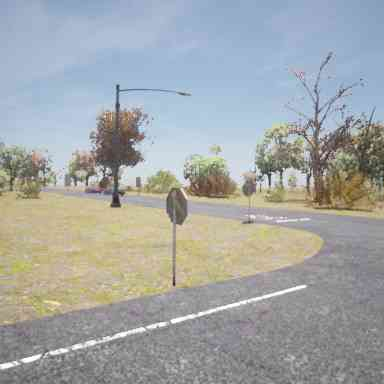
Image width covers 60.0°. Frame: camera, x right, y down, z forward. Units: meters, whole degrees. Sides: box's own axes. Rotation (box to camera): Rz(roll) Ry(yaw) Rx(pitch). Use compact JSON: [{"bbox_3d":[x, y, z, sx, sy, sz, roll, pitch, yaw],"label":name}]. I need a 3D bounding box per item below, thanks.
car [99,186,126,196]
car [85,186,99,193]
[{"bbox_3d":[-12.193,-0.165,51.989,2.033,1.411,5.357,0,2,-36],"label":"car"},{"bbox_3d":[-17.791,-0.457,59.779,1.994,1.385,4.181,0,2,-36],"label":"car"}]
